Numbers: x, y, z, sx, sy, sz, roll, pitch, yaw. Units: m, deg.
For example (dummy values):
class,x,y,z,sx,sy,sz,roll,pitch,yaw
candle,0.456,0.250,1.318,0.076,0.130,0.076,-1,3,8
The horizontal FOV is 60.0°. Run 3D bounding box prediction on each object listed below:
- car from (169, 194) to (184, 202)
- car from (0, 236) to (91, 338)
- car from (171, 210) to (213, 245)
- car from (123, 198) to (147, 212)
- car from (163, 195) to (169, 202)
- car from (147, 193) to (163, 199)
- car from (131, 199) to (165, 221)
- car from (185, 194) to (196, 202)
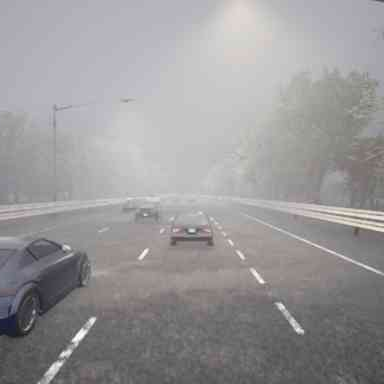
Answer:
class,x,y,z,sx,sy,sz,roll,pitch,yaw
car,-3.528,1.614,77.738,2.033,1.411,5.357,0,0,0
car,-3.505,1.569,6.629,1.994,1.385,4.181,0,0,0
car,-0.005,1.559,15.551,2.033,1.411,5.357,0,0,0
car,-7.014,1.594,39.984,1.994,1.385,4.181,0,0,0
car,-7.027,1.669,77.839,1.895,1.301,4.718,0,0,0
car,-7.024,1.273,60.752,2.150,2.045,5.566,0,0,0
car,-3.511,1.546,27.338,1.812,1.442,4.674,0,0,0
car,-0.028,1.670,77.719,1.895,1.301,4.718,0,0,0
